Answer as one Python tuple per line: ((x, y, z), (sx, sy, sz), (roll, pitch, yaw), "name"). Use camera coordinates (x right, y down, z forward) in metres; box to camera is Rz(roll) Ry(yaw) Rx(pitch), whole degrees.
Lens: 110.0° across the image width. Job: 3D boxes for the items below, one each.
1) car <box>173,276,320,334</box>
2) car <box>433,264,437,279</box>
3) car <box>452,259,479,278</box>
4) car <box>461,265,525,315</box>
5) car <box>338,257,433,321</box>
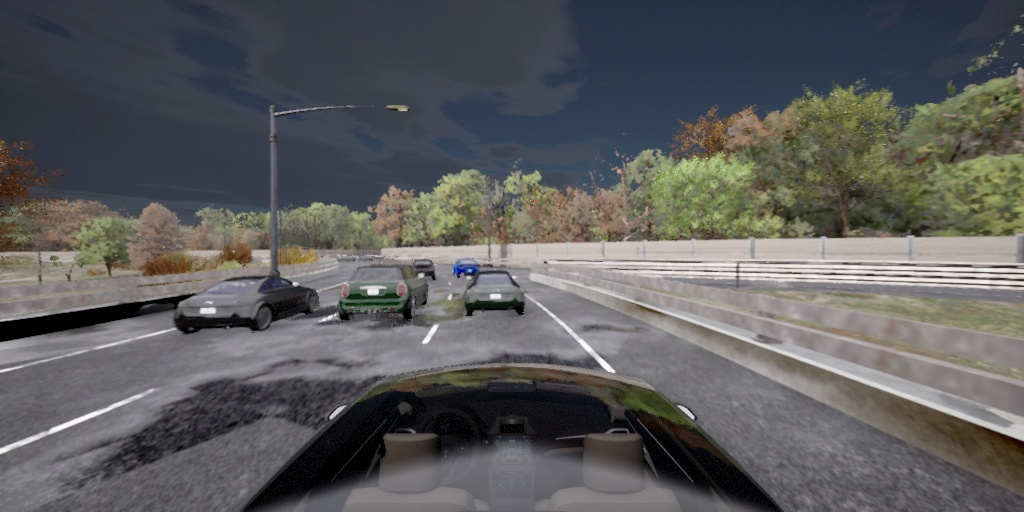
((-7.479, 1.264, 10.614), (1.994, 1.385, 4.181), (0, 1, -5), "car")
((-7.053, 1.019, 28.376), (1.837, 1.490, 4.892), (0, 1, -14), "car")
((-3.892, 0.961, 30.126), (1.882, 1.535, 5.008), (0, 0, -15), "car")
((-0.719, 1.203, 13.117), (1.994, 1.385, 4.181), (0, 1, -6), "car")
((-4.161, 1.017, 12.324), (2.097, 1.767, 4.553), (0, 1, -6), "car")
